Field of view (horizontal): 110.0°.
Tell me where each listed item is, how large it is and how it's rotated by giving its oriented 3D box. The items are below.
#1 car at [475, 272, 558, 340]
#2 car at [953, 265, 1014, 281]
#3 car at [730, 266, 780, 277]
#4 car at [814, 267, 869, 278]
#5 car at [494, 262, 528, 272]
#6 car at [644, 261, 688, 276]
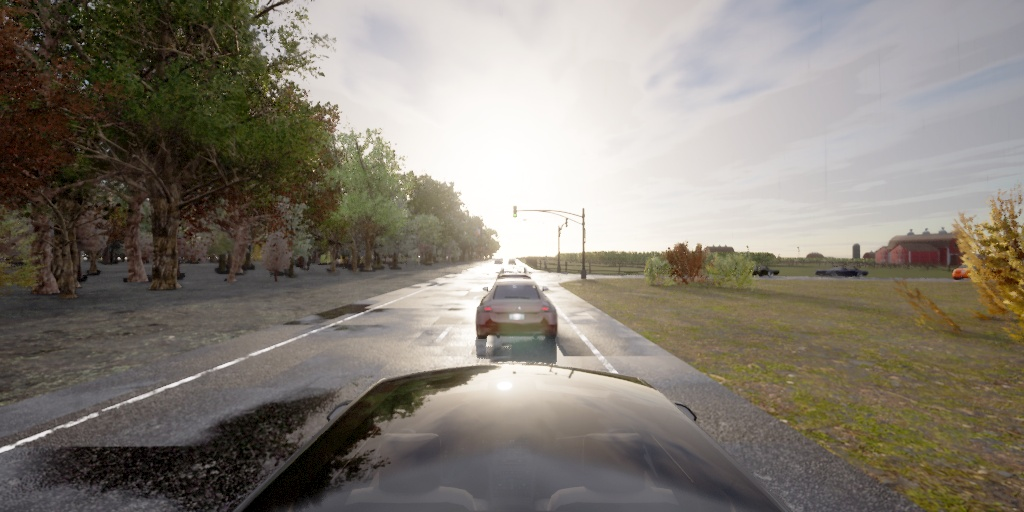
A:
[{"bbox_3d":[0.101,1.324,9.999,1.994,1.385,4.181,0,0,0],"label":"car"},{"bbox_3d":[48.905,1.668,37.133,4.553,1.767,2.097,1,-1,0],"label":"car"},{"bbox_3d":[27.492,1.746,40.823,4.718,1.301,1.895,1,-1,0],"label":"car"},{"bbox_3d":[37.382,1.854,40.774,4.718,1.301,1.895,1,-1,0],"label":"car"},{"bbox_3d":[0.101,1.264,19.426,2.128,1.511,4.902,0,0,0],"label":"car"},{"bbox_3d":[17.563,1.389,40.912,4.553,1.767,2.097,1,-1,1],"label":"car"}]
